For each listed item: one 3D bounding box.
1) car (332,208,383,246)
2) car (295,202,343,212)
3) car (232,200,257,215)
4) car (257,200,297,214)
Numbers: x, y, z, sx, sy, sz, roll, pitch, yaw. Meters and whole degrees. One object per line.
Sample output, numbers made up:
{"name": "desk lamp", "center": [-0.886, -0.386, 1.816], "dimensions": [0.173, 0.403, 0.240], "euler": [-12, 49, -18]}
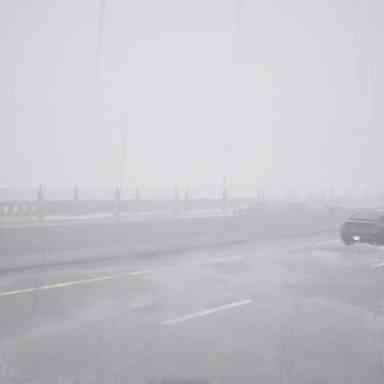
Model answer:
{"name": "car", "center": [8.257, 1.519, 14.224], "dimensions": [4.892, 1.490, 1.837], "euler": [0, 0, -37]}
{"name": "car", "center": [9.887, 1.586, 24.442], "dimensions": [4.181, 1.385, 1.994], "euler": [0, 0, -37]}
{"name": "car", "center": [5.772, 1.529, 30.106], "dimensions": [4.892, 1.490, 1.837], "euler": [0, 0, -37]}
{"name": "car", "center": [7.890, 1.528, 27.319], "dimensions": [4.892, 1.490, 1.837], "euler": [0, 0, -37]}
